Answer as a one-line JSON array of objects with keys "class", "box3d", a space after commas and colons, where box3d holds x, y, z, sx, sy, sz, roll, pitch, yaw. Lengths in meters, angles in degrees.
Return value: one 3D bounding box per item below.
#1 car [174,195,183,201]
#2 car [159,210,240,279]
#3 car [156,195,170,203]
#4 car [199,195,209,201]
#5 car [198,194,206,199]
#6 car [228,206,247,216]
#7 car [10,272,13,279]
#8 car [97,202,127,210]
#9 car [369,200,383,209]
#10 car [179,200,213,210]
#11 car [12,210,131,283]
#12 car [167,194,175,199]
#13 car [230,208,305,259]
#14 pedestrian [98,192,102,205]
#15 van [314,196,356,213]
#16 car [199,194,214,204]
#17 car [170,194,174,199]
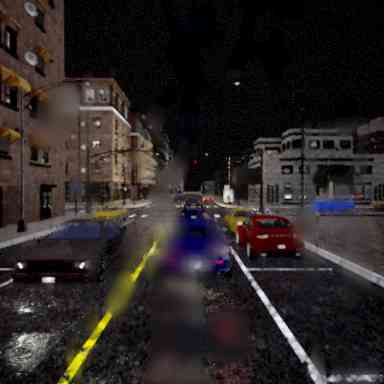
[{"class": "car", "box3d": [-2.994, 1.275, 74.757, 2.033, 1.411, 5.357, 0, 0, 0]}, {"class": "car", "box3d": [0.103, 1.483, 9.753, 1.812, 1.442, 4.674, 0, 0, 0]}, {"class": "car", "box3d": [-5.690, 1.322, 61.729, 2.008, 1.369, 4.403, 0, 0, 0]}, {"class": "car", "box3d": [2.691, 1.291, 73.134, 2.008, 1.369, 4.403, 0, 0, 0]}, {"class": "car", "box3d": [2.693, 1.248, 90.224, 2.008, 1.369, 4.403, -1, 0, 0]}, {"class": "car", "box3d": [2.687, 1.450, 18.045, 1.752, 1.417, 4.829, 0, 0, 0]}, {"class": "car", "box3d": [-5.694, 1.537, 6.487, 1.947, 1.339, 4.313, 0, 0, 0]}, {"class": "car", "box3d": [-5.694, 1.428, 23.407, 1.752, 1.417, 4.829, 0, 0, 0]}, {"class": "car", "box3d": [25.490, 1.392, 42.797, 4.829, 1.417, 1.752, 0, 0, 0]}, {"class": "car", "box3d": [0.102, 1.472, 22.154, 1.994, 1.385, 4.181, 0, 0, 0]}, {"class": "car", "box3d": [-3.097, 1.504, 9.843, 2.033, 1.411, 5.357, 0, 0, 0]}, {"class": "car", "box3d": [-5.688, 1.222, 90.042, 1.752, 1.417, 4.829, 0, 0, 0]}, {"class": "car", "box3d": [2.687, 1.492, 12.178, 1.887, 1.381, 4.507, 0, 0, 0]}, {"class": "pedestrian", "box3d": [-12.626, 0.889, 45.456, 0.375, 1.860, 0.375, 0, 1, 0]}, {"class": "van", "box3d": [14.661, 1.270, 34.336, 3.998, 1.788, 1.690, 0, 0, 0]}, {"class": "car", "box3d": [2.689, 1.229, 56.043, 1.967, 1.590, 4.097, 0, 0, 0]}, {"class": "car", "box3d": [-5.689, 1.290, 73.122, 2.008, 1.369, 4.403, 0, 0, 0]}]
